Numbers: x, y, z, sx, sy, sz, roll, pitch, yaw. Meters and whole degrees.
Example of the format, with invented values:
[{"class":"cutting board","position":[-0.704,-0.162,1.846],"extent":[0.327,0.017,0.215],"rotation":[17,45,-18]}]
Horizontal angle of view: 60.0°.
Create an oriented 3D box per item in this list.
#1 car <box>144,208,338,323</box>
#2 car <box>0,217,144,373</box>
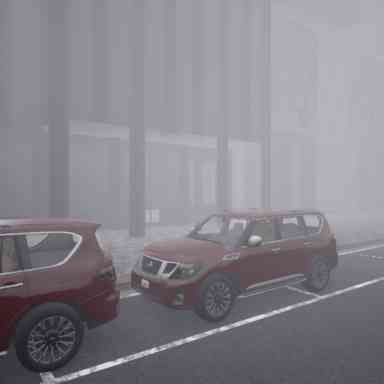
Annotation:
[{"class":"car","position":[1.210,1.314,7.393],"extent":[5.009,1.841,2.192],"rotation":[0,0,-35]},{"class":"car","position":[-3.382,1.315,4.118],"extent":[5.009,1.841,2.192],"rotation":[0,0,-35]}]
